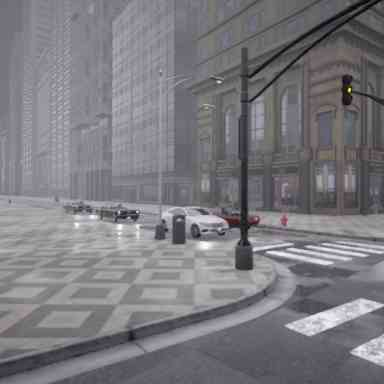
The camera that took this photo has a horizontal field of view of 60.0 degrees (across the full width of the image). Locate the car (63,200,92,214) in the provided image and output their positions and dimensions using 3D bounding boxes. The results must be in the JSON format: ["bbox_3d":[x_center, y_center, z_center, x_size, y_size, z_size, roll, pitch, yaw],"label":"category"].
[{"bbox_3d":[-11.722,1.514,34.134,1.895,1.301,4.718,0,0,-35],"label":"car"}]

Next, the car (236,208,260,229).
[{"bbox_3d":[1.848,1.574,20.550,1.895,1.301,4.718,0,0,-35],"label":"car"}]

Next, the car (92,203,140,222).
[{"bbox_3d":[-5.838,1.539,25.845,1.895,1.301,4.718,0,0,-35],"label":"car"}]

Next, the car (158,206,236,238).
[{"bbox_3d":[-0.083,1.492,17.727,1.812,1.442,4.674,0,0,-37],"label":"car"}]
